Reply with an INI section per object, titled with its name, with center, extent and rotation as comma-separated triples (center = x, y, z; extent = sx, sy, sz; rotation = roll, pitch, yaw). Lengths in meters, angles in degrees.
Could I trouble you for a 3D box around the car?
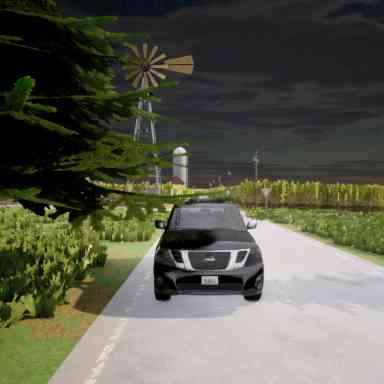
[car]
center = 0.334, 1.221, 8.691
extent = 2.150, 2.045, 5.566
rotation = 0, 0, 0
